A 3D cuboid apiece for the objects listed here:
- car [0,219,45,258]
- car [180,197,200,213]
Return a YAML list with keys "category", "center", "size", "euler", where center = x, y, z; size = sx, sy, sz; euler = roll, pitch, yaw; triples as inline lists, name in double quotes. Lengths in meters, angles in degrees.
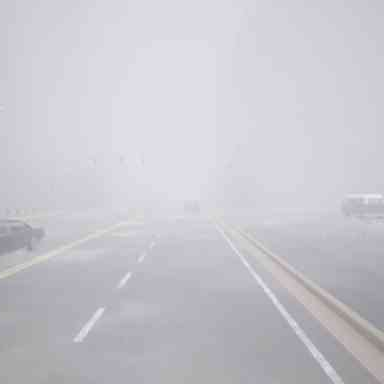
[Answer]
- category: "car"
  center: [-7.082, 1.662, 11.693]
  size: [1.895, 1.301, 4.718]
  euler: [0, 0, 0]
- category: "car"
  center: [-0.009, 1.692, 40.822]
  size: [2.128, 1.511, 4.902]
  euler: [0, 0, 0]
